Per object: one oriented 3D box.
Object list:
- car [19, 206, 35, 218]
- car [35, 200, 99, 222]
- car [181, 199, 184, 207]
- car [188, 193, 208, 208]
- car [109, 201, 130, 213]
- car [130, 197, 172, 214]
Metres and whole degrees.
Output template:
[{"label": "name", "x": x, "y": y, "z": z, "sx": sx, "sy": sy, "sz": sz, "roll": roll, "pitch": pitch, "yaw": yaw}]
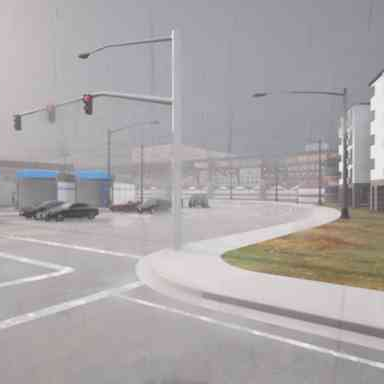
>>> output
[{"label": "car", "x": -12.312, "y": 1.494, "z": 28.796, "sx": 1.837, "sy": 1.490, "sz": 4.892, "roll": 0, "pitch": 0, "yaw": 36}, {"label": "car", "x": -9.604, "y": 1.516, "z": 26.569, "sx": 1.812, "sy": 1.442, "sz": 4.674, "roll": 0, "pitch": 0, "yaw": 36}, {"label": "car", "x": -2.534, "y": 1.491, "z": 47.847, "sx": 1.837, "sy": 1.490, "sz": 4.892, "roll": 0, "pitch": 0, "yaw": 13}, {"label": "car", "x": 0.993, "y": 1.213, "z": 47.506, "sx": 2.150, "sy": 2.045, "sz": 5.566, "roll": 0, "pitch": 0, "yaw": 11}, {"label": "car", "x": -6.922, "y": 1.590, "z": 36.659, "sx": 1.895, "sy": 1.301, "sz": 4.718, "roll": 0, "pitch": 0, "yaw": 29}, {"label": "car", "x": -3.937, "y": 1.496, "z": 34.942, "sx": 1.837, "sy": 1.490, "sz": 4.892, "roll": 0, "pitch": 0, "yaw": 29}]
